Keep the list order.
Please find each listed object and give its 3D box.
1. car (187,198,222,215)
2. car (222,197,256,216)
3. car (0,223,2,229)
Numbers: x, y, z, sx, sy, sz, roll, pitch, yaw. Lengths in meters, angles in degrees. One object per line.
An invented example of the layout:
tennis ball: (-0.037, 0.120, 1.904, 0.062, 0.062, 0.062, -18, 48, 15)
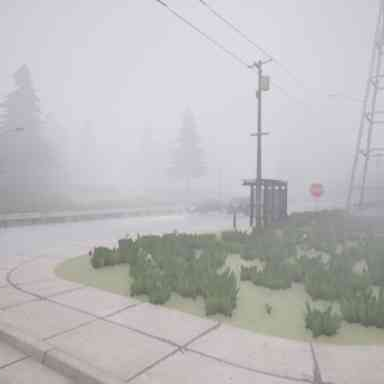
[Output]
car: (1.425, 1.319, 31.822, 2.128, 1.511, 4.902, 1, 0, 36)
car: (5.081, 1.214, 30.768, 2.097, 1.767, 4.553, 1, 0, 36)
car: (-11.287, 1.371, 14.326, 2.033, 1.411, 5.357, 1, 0, 35)
